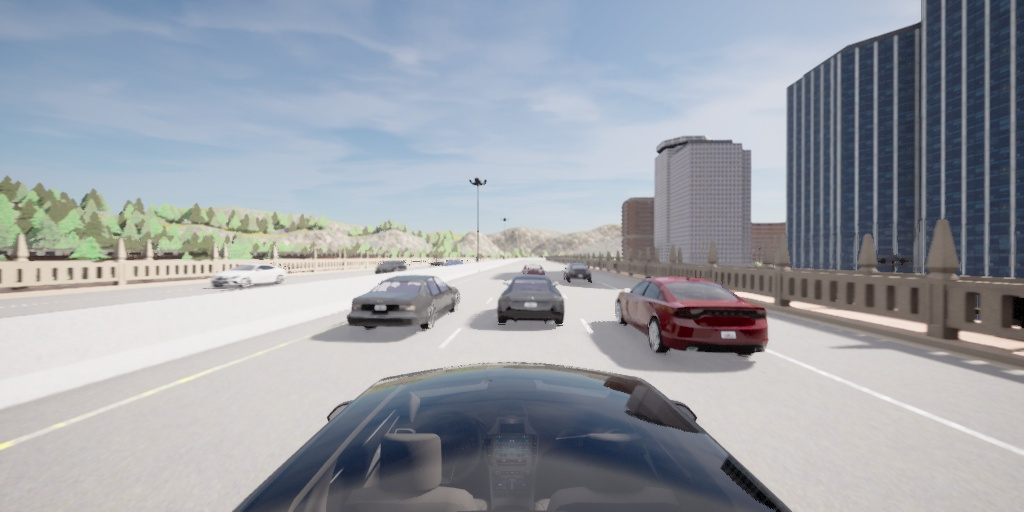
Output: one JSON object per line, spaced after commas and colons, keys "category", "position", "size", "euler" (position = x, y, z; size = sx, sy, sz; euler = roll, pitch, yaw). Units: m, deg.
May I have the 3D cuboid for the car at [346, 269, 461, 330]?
{"category": "car", "position": [-2.969, 1.273, 11.020], "size": [2.033, 1.411, 5.357], "euler": [0, 0, 4]}

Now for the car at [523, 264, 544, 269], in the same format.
{"category": "car", "position": [1.864, 1.357, 31.465], "size": [1.895, 1.301, 4.718], "euler": [0, 0, 4]}

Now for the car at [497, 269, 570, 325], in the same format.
{"category": "car", "position": [0.626, 1.308, 11.841], "size": [1.994, 1.385, 4.181], "euler": [0, 0, 3]}

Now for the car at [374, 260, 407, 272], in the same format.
{"category": "car", "position": [-12.043, 1.194, 36.042], "size": [1.837, 1.490, 4.892], "euler": [0, 0, 4]}

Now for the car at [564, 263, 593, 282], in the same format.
{"category": "car", "position": [5.190, 1.298, 28.679], "size": [1.812, 1.442, 4.674], "euler": [0, 0, 4]}

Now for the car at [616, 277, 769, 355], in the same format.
{"category": "car", "position": [3.951, 1.241, 8.803], "size": [1.882, 1.535, 5.008], "euler": [0, 0, 3]}

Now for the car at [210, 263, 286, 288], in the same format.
{"category": "car", "position": [-16.430, 1.178, 22.696], "size": [1.812, 1.442, 4.674], "euler": [0, 0, 4]}

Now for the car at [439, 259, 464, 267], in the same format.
{"category": "car", "position": [-7.738, 1.210, 47.782], "size": [1.882, 1.535, 5.008], "euler": [0, 0, 4]}
